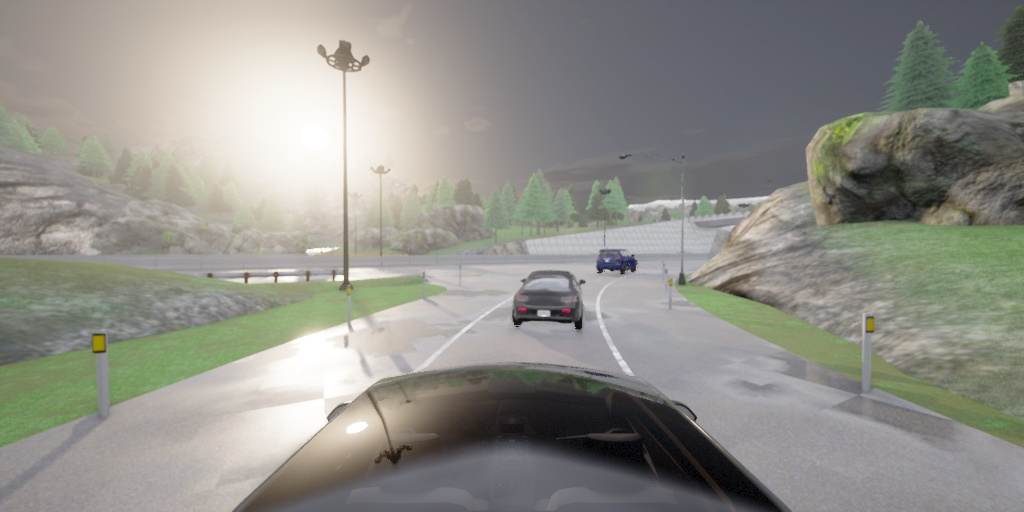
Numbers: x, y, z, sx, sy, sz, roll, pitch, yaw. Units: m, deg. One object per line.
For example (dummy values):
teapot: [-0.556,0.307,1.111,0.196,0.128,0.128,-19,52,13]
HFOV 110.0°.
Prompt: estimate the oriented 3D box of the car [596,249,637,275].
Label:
car: [8.873,0.435,30.162,2.150,2.045,5.566,1,1,33]

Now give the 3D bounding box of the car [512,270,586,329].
car: [1.187,1.130,10.682,1.812,1.442,4.674,0,1,11]
